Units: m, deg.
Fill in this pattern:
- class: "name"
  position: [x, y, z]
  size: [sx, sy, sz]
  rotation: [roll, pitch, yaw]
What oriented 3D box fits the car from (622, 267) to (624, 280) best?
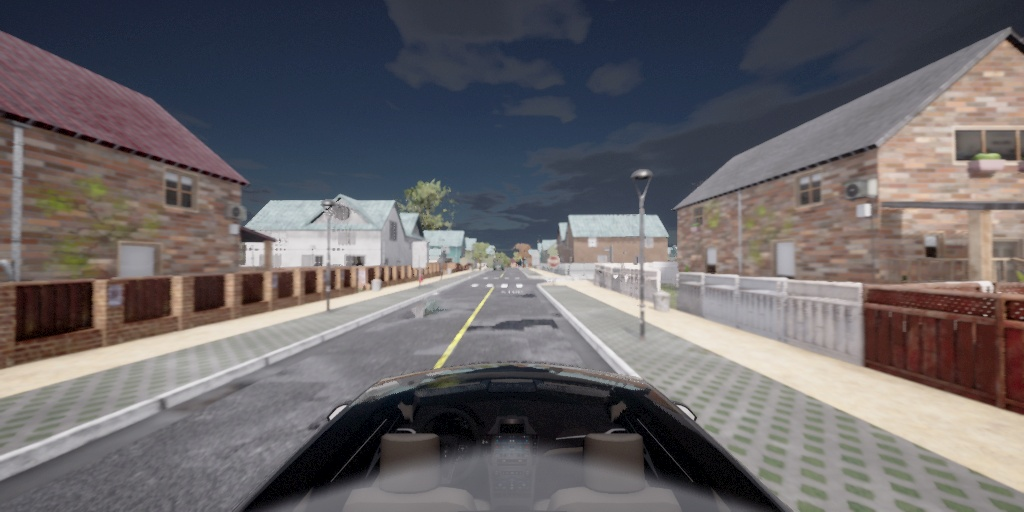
- class: "car"
  position: [11.417, 1.612, 33.204]
  size: [4.718, 1.301, 1.895]
  rotation: [-1, -1, 0]
